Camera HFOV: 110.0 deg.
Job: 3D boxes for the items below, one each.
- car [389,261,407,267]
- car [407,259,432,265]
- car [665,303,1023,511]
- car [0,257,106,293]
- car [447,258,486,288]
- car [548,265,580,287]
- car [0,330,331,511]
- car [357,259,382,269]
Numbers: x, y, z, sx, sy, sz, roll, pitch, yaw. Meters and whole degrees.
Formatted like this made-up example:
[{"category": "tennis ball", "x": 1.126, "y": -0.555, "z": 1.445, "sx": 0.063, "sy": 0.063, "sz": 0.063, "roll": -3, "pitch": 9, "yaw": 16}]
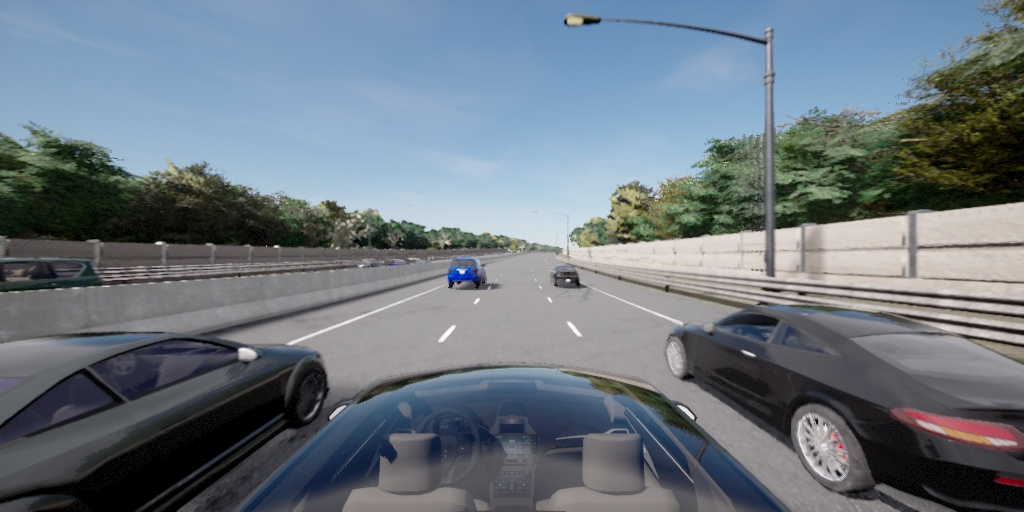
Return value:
[{"category": "car", "x": -16.462, "y": 1.323, "z": 52.967, "sx": 1.895, "sy": 1.301, "sz": 4.718, "roll": 0, "pitch": 0, "yaw": 3}, {"category": "car", "x": -12.991, "y": 1.220, "z": 52.139, "sx": 2.128, "sy": 1.511, "sz": 4.902, "roll": 0, "pitch": 1, "yaw": 3}, {"category": "car", "x": 3.608, "y": 1.308, "z": 4.432, "sx": 1.812, "sy": 1.442, "sz": 4.674, "roll": 0, "pitch": -1, "yaw": 0}, {"category": "car", "x": -14.073, "y": 1.036, "z": 9.128, "sx": 2.150, "sy": 2.045, "sz": 5.566, "roll": 0, "pitch": -1, "yaw": 0}, {"category": "car", "x": -3.156, "y": 1.131, "z": 25.741, "sx": 2.150, "sy": 2.045, "sz": 5.566, "roll": 0, "pitch": 0, "yaw": 1}, {"category": "car", "x": 3.872, "y": 1.417, "z": 26.830, "sx": 1.837, "sy": 1.490, "sz": 4.892, "roll": 0, "pitch": 0, "yaw": 1}, {"category": "car", "x": -3.393, "y": 1.325, "z": 3.062, "sx": 1.994, "sy": 1.385, "sz": 4.181, "roll": 0, "pitch": -1, "yaw": 0}, {"category": "car", "x": -20.072, "y": 1.234, "z": 50.532, "sx": 2.128, "sy": 1.511, "sz": 4.902, "roll": 0, "pitch": 0, "yaw": 3}]
